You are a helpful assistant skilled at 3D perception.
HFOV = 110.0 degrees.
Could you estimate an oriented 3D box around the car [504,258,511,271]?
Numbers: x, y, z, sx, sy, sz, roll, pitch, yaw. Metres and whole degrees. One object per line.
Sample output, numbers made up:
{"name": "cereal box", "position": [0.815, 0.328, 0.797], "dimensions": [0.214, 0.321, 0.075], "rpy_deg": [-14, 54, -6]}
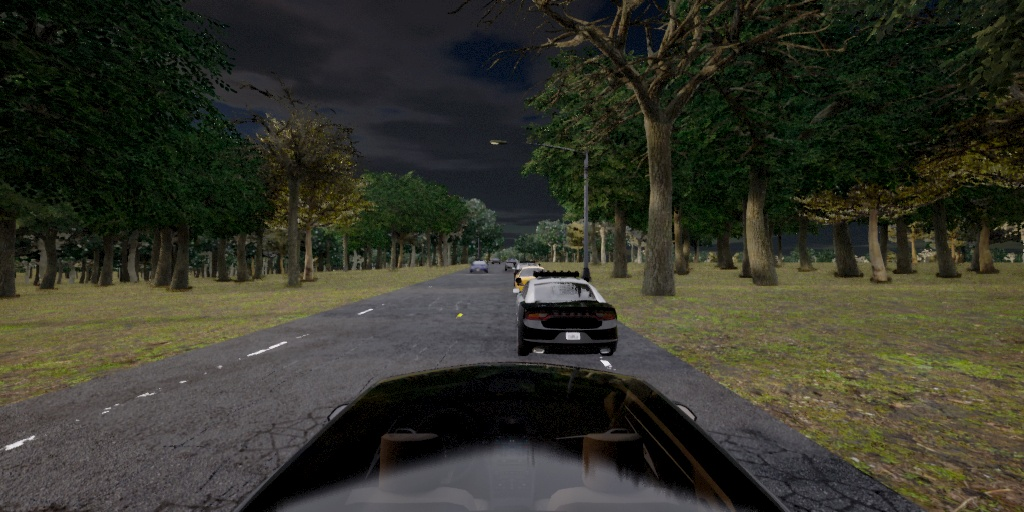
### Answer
{"name": "car", "position": [0.036, 1.131, 45.977], "dimensions": [2.128, 1.511, 4.902], "rpy_deg": [0, 0, 1]}

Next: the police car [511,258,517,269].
{"name": "police car", "position": [1.060, 1.148, 24.770], "dimensions": [1.930, 1.638, 5.238], "rpy_deg": [0, 0, 0]}

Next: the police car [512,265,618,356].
{"name": "police car", "position": [1.054, 1.174, 8.767], "dimensions": [1.930, 1.638, 5.238], "rpy_deg": [0, 0, 0]}

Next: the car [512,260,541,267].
{"name": "car", "position": [1.057, 1.192, 18.850], "dimensions": [1.801, 1.575, 5.366], "rpy_deg": [0, 0, 0]}

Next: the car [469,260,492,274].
{"name": "car", "position": [-3.584, 1.194, 39.844], "dimensions": [1.812, 1.442, 4.674], "rpy_deg": [0, 0, 0]}
